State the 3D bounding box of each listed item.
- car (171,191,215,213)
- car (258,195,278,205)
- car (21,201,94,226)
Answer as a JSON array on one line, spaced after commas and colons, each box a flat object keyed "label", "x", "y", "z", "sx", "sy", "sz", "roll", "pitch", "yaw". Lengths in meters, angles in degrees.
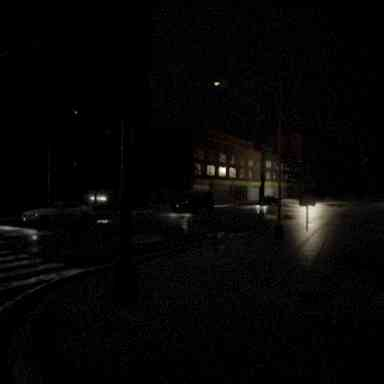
[{"label": "car", "x": 0.211, "y": 0.963, "z": 34.029, "sx": 2.150, "sy": 2.045, "sz": 5.566, "roll": 1, "pitch": 1, "yaw": 35}, {"label": "car", "x": 11.410, "y": 1.184, "z": 49.600, "sx": 2.128, "sy": 1.511, "sz": 4.902, "roll": 1, "pitch": 1, "yaw": 35}, {"label": "car", "x": -8.601, "y": 1.326, "z": 21.663, "sx": 1.812, "sy": 1.442, "sz": 4.674, "roll": 1, "pitch": 1, "yaw": 35}]
